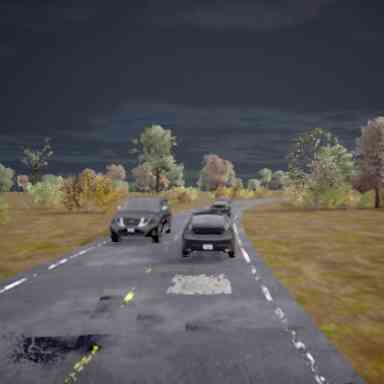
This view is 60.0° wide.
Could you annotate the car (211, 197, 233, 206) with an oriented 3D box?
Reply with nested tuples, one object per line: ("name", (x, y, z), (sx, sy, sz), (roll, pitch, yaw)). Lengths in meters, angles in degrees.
("car", (2.744, 1.513, 30.967), (1.837, 1.490, 4.892), (0, 0, 9))

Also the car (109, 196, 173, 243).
("car", (-2.285, 1.220, 16.404), (2.150, 2.045, 5.566), (0, 0, 5))

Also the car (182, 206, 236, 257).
("car", (0.660, 1.508, 13.042), (1.837, 1.490, 4.892), (0, 0, 4))
